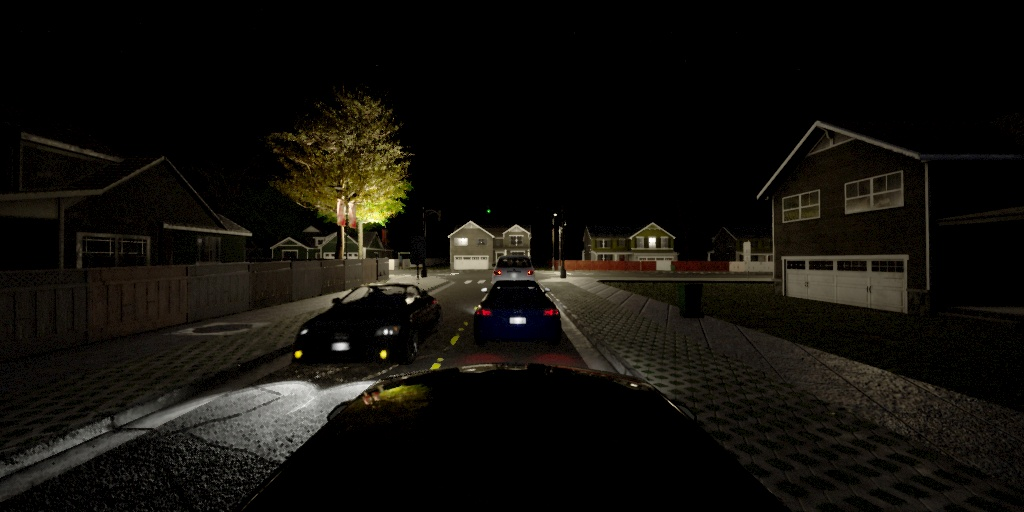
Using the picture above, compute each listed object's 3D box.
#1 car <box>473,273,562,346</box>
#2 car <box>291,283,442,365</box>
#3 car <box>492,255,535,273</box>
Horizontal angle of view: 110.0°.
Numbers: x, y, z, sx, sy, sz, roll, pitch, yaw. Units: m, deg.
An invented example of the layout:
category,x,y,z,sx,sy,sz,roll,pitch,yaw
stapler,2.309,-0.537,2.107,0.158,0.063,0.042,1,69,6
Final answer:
category,x,y,z,sx,sy,sz,roll,pitch,yaw
car,0.105,1.315,9.480,1.994,1.385,4.181,0,0,0
car,-2.842,1.315,7.933,1.994,1.385,4.181,0,0,0
car,0.099,0.975,19.449,2.150,2.045,5.566,0,0,0
